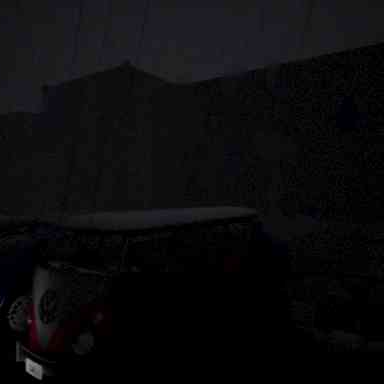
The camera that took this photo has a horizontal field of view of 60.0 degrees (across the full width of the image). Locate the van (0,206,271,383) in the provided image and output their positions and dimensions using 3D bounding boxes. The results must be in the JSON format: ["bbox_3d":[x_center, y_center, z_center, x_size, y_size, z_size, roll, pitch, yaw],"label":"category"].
[{"bbox_3d":[-0.356,1.256,5.257,1.878,1.987,4.442,0,0,36],"label":"van"}]

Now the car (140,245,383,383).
[{"bbox_3d":[1.974,1.481,3.731,2.231,1.521,4.892,0,0,36],"label":"car"}]
